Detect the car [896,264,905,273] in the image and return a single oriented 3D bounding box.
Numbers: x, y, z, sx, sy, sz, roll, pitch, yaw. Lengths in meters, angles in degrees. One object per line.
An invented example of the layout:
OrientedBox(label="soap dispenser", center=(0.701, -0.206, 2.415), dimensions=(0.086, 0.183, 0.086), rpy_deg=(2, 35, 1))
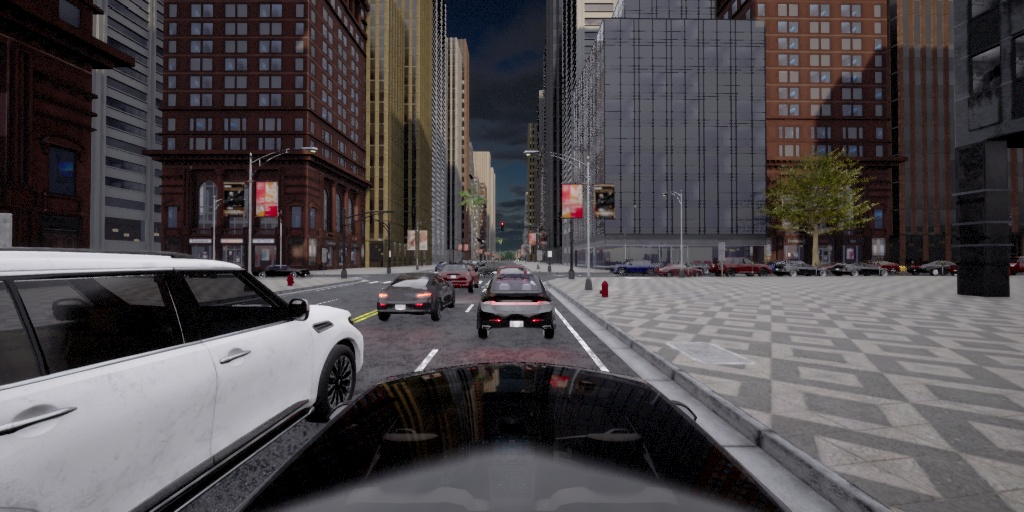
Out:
OrientedBox(label="car", center=(39.103, 1.223, 39.095), dimensions=(5.008, 1.535, 1.882), rpy_deg=(0, -1, -1))

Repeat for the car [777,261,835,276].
OrientedBox(label="car", center=(26.585, 1.276, 33.150), dimensions=(4.313, 1.339, 1.948), rpy_deg=(0, 0, -1))

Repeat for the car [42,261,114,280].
OrientedBox(label="car", center=(-42.278, 1.370, 35.021), dimensions=(4.553, 1.767, 2.097), rpy_deg=(0, -1, 1))

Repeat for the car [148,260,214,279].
OrientedBox(label="car", center=(-32.225, 1.324, 35.001), dimensions=(4.553, 1.767, 2.097), rpy_deg=(0, -1, 0))

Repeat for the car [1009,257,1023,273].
OrientedBox(label="car", center=(49.136, 0.973, 33.505), dimensions=(5.009, 1.841, 2.192), rpy_deg=(0, 0, -1))

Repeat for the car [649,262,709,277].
OrientedBox(label="car", center=(15.309, 1.328, 32.972), dimensions=(4.207, 1.307, 1.802), rpy_deg=(0, 0, -1))

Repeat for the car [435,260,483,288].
OrientedBox(label="car", center=(-3.153, 1.142, 21.404), dimensions=(2.097, 1.767, 4.553), rpy_deg=(0, 0, 0))

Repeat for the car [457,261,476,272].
OrientedBox(label="car", center=(-6.609, 1.464, 52.237), dimensions=(2.128, 1.511, 4.902), rpy_deg=(0, 0, 0))

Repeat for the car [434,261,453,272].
OrientedBox(label="car", center=(-9.849, 1.496, 51.962), dimensions=(1.812, 1.442, 4.674), rpy_deg=(0, 0, 0))

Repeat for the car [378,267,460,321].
OrientedBox(label="car", center=(-3.152, 1.288, 12.423), dimensions=(1.812, 1.442, 4.674), rpy_deg=(0, 0, 0))

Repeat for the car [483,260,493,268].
OrientedBox(label="car", center=(-2.303, 1.343, 35.175), dimensions=(4.892, 1.490, 1.837), rpy_deg=(0, -3, -36))

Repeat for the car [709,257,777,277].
OrientedBox(label="car", center=(20.948, 1.041, 33.061), dimensions=(5.009, 1.841, 2.192), rpy_deg=(0, 0, -1))

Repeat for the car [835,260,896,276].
OrientedBox(label="car", center=(32.222, 1.260, 33.238), dimensions=(4.313, 1.339, 1.948), rpy_deg=(0, 0, -1))

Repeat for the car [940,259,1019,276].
OrientedBox(label="car", center=(43.498, 1.214, 33.417), dimensions=(4.507, 1.381, 1.888), rpy_deg=(0, 0, -1))

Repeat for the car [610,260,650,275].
OrientedBox(label="car", center=(12.947, 1.175, 38.713), dimensions=(4.553, 1.767, 2.097), rpy_deg=(0, -1, -1))

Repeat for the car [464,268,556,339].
OrientedBox(label="car", center=(0.097, 1.249, 10.112), dimensions=(2.128, 1.511, 4.902), rpy_deg=(0, 0, 0))

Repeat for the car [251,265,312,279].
OrientedBox(label="car", center=(-22.407, 1.528, 34.992), dimensions=(4.718, 1.301, 1.895), rpy_deg=(0, -1, -3))

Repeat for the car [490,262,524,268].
OrientedBox(label="car", center=(-0.004, 1.260, 19.613), dimensions=(1.882, 1.535, 5.008), rpy_deg=(0, 0, 0))

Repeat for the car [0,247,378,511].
OrientedBox(label="car", center=(-3.155, 0.972, 2.645), dimensions=(2.150, 2.045, 5.566), rpy_deg=(0, 0, 0))

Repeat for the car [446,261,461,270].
OrientedBox(label="car", center=(-9.840, 1.558, 60.884), dimensions=(1.812, 1.442, 4.674), rpy_deg=(0, 0, 0))

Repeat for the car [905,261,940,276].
OrientedBox(label="car", center=(42.846, 1.206, 36.032), dimensions=(4.892, 1.490, 1.837), rpy_deg=(0, -1, -1))
